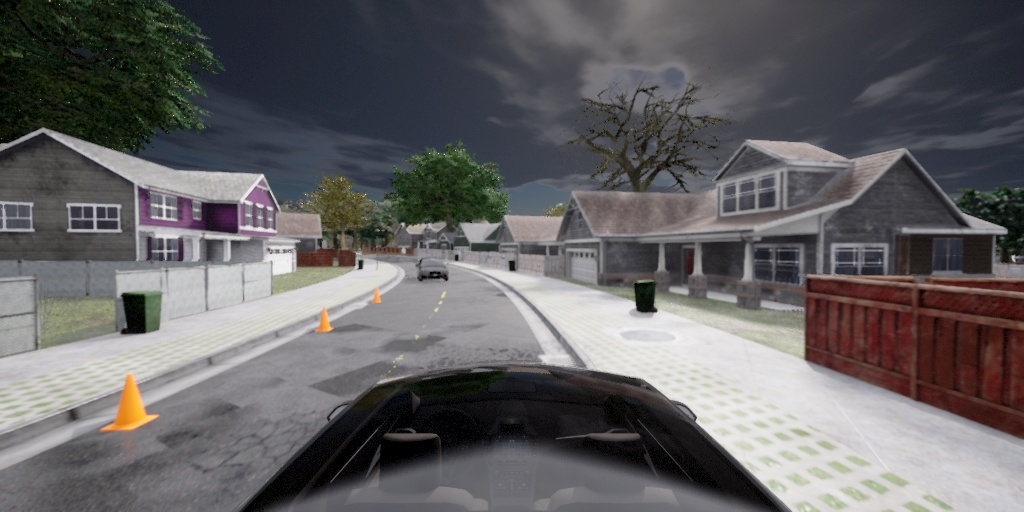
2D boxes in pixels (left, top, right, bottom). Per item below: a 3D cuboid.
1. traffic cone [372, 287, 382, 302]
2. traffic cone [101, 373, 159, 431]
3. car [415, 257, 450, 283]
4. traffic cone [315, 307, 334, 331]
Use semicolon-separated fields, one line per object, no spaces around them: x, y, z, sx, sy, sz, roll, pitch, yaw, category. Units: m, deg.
-5.246;1.486;13.925;0.340;0.580;0.340;0;0;-7;traffic cone
-4.456;1.666;4.193;0.340;0.580;0.340;0;0;-2;traffic cone
-5.293;0.853;23.735;1.837;1.490;4.892;0;1;-17;car
-4.737;1.576;9.068;0.340;0.580;0.340;0;0;-5;traffic cone
